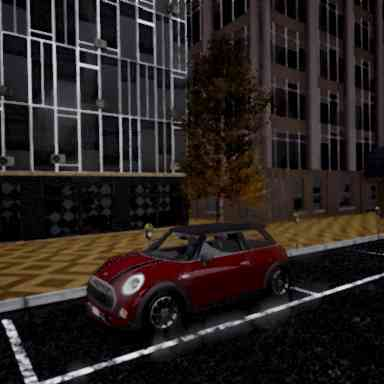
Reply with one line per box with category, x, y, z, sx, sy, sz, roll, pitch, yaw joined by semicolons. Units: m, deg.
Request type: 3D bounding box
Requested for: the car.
car;0.044;1.395;6.596;4.097;1.590;1.967;-1;0;-35
